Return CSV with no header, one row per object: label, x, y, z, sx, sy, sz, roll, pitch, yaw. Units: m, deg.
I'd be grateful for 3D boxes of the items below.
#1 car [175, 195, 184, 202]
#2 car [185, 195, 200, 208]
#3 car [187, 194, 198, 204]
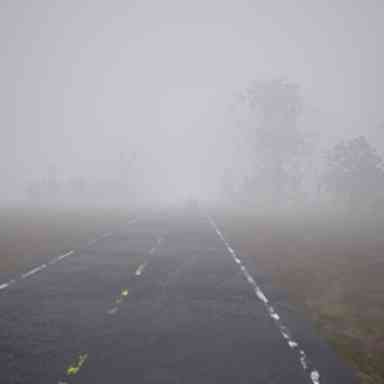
car,-2.998,1.512,79.339,1.882,1.535,5.008,0,0,0
car,0.093,1.545,47.842,1.812,1.442,4.674,0,0,0
car,0.102,1.380,66.472,2.097,1.767,4.553,0,0,0
